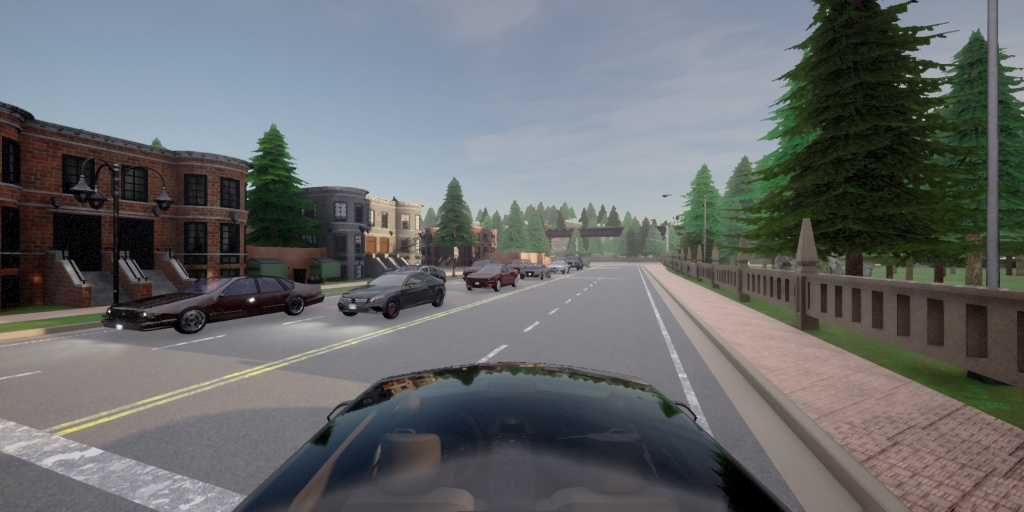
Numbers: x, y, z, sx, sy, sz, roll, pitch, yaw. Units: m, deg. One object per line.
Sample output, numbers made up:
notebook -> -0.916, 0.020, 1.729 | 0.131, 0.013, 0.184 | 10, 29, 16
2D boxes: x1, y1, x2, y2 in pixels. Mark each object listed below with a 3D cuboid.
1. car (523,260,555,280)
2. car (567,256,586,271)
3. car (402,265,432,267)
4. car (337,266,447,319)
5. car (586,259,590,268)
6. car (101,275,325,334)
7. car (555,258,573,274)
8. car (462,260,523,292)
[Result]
car -> 2.128, 1.314, 31.407 | 1.994, 1.385, 4.181 | 0, 0, 20
car -> 8.711, 0.972, 50.837 | 2.150, 2.045, 5.566 | 0, 0, 19
car -> -5.442, 1.242, 20.016 | 2.128, 1.511, 4.902 | 0, 0, 18
car -> -4.090, 1.276, 13.088 | 1.812, 1.442, 4.674 | 0, 0, 19
car -> 12.178, 1.255, 61.010 | 1.837, 1.490, 4.892 | 0, 0, 19
car -> -8.482, 1.297, 11.038 | 2.033, 1.411, 5.357 | 0, 0, 19
car -> 5.357, 1.276, 40.960 | 1.812, 1.442, 4.674 | 0, 0, 19
car -> -1.095, 1.228, 21.923 | 1.882, 1.535, 5.008 | 0, 0, 19
